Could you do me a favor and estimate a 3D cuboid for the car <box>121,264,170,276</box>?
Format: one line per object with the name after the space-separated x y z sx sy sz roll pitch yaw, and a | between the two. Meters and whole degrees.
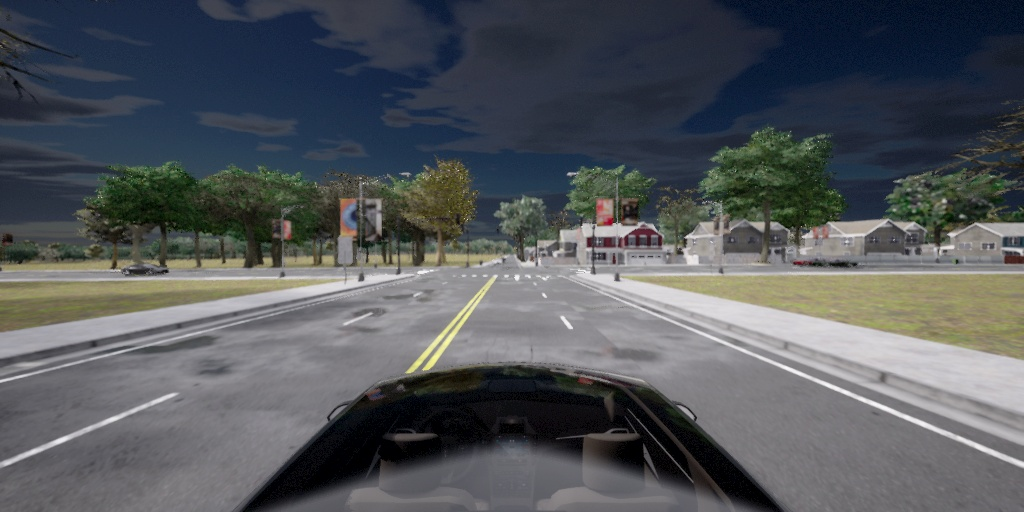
-45.378 1.687 44.424 4.892 1.490 1.837 -1 1 1 | car

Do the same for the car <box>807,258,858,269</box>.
42.179 0.967 47.026 4.718 1.301 1.895 0 1 1 | car
